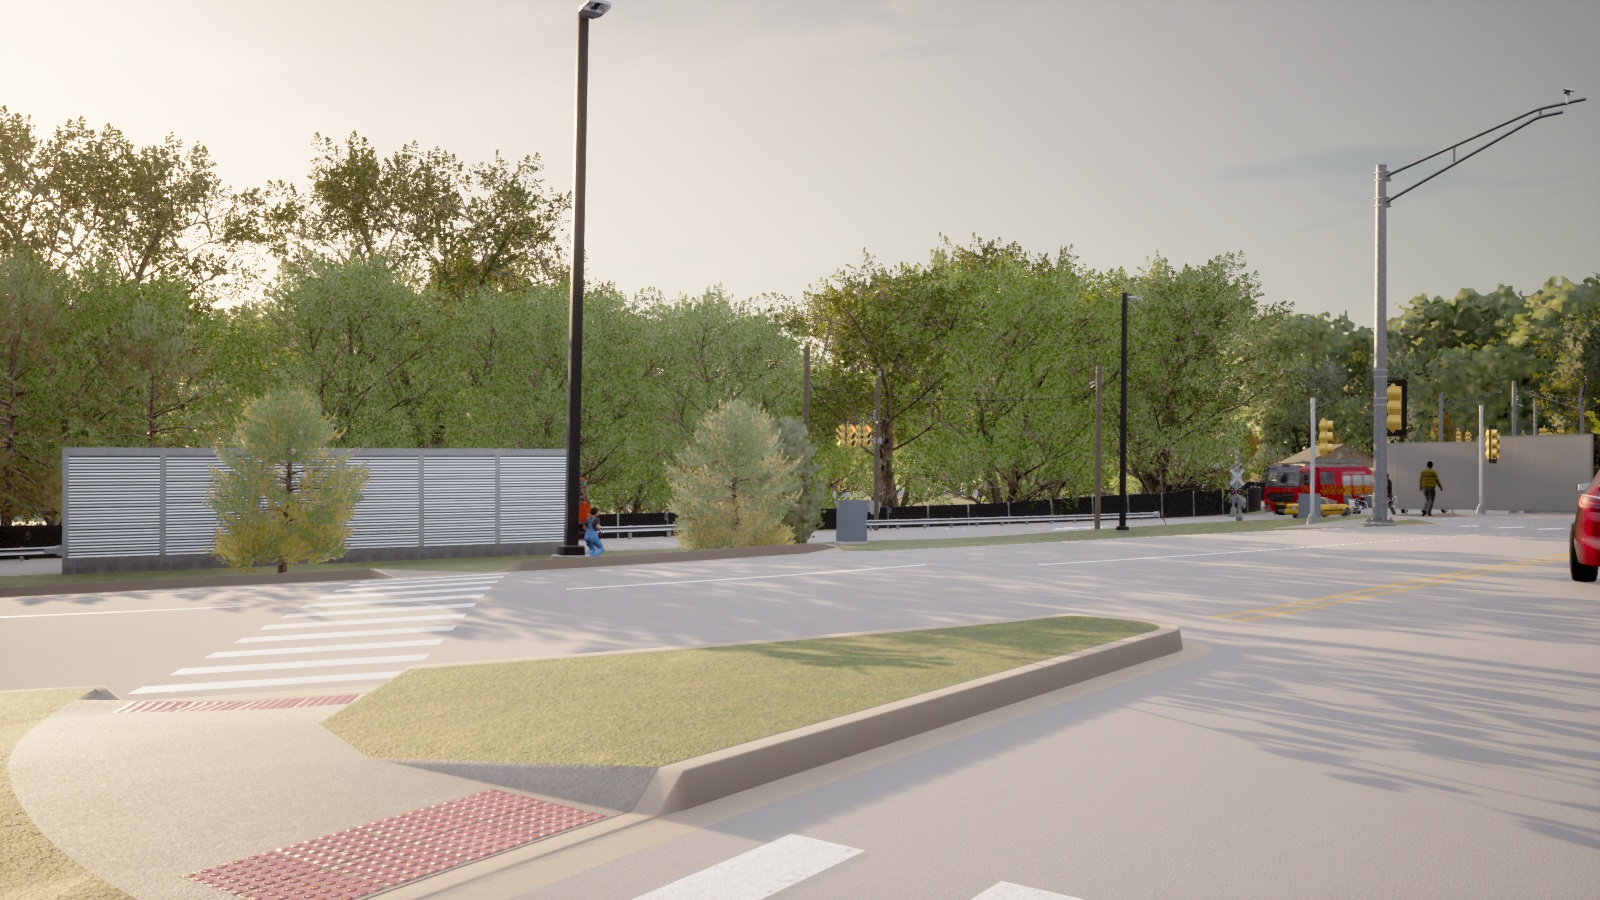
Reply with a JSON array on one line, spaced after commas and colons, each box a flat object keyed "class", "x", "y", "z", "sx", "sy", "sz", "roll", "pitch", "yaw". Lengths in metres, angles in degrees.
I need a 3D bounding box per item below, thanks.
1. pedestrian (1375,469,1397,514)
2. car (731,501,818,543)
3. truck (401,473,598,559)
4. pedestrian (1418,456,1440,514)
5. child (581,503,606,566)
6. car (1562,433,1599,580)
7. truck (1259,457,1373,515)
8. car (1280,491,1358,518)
[{"class": "pedestrian", "x": 23.930, "y": 1.701, "z": 51.279, "sx": 0.703, "sy": 1.840, "sz": 0.431, "roll": -1, "pitch": -2, "yaw": 44}, {"class": "car", "x": -1.282, "y": 3.553, "z": 62.452, "sx": 3.866, "sy": 1.878, "sz": 1.905, "roll": 0, "pitch": -1, "yaw": -30}, {"class": "truck", "x": -13.236, "y": 2.808, "z": 55.479, "sx": 7.936, "sy": 3.462, "sz": 2.891, "roll": 0, "pitch": 0, "yaw": -30}, {"class": "pedestrian", "x": 20.269, "y": 1.129, "z": 40.439, "sx": 0.431, "sy": 1.840, "sz": 0.709, "roll": -1, "pitch": -2, "yaw": 45}, {"class": "child", "x": -4.160, "y": 1.694, "z": 25.308, "sx": 0.270, "sy": 1.263, "sz": 0.437, "roll": 0, "pitch": -2, "yaw": 27}, {"class": "car", "x": 11.008, "y": 0.633, "z": 15.717, "sx": 2.242, "sy": 1.667, "sz": 4.611, "roll": -1, "pitch": -1, "yaw": 35}, {"class": "truck", "x": 36.112, "y": 2.482, "z": 87.733, "sx": 8.468, "sy": 3.827, "sz": 2.891, "roll": 0, "pitch": -1, "yaw": -32}, {"class": "car", "x": 34.055, "y": 3.553, "z": 82.379, "sx": 5.366, "sy": 1.575, "sz": 1.801, "roll": 0, "pitch": 0, "yaw": -30}]
